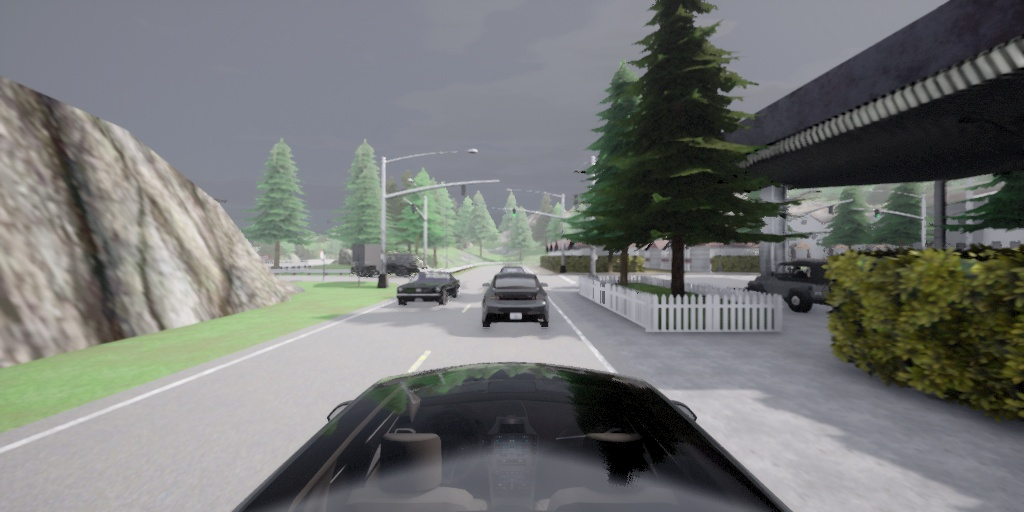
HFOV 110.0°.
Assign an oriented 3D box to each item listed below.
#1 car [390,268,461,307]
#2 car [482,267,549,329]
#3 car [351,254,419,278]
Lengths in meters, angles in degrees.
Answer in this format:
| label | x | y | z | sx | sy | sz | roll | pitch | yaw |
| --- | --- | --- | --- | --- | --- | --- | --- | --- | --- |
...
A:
| label | x | y | z | sx | sy | sz | roll | pitch | yaw |
| --- | --- | --- | --- | --- | --- | --- | --- | --- | --- |
| car | -3.523 | 1.370 | 15.802 | 1.895 | 1.301 | 4.718 | 0 | 0 | 1 |
| car | 0.099 | 1.267 | 11.380 | 1.837 | 1.490 | 4.892 | 0 | 0 | 0 |
| car | -10.907 | 0.815 | 31.056 | 5.566 | 2.045 | 2.150 | 0 | 1 | -2 |
